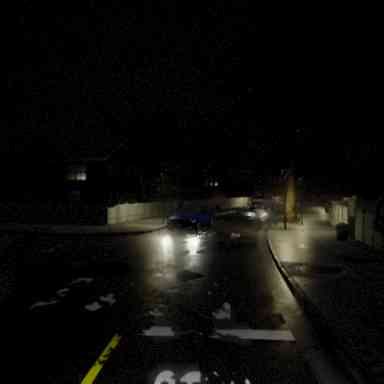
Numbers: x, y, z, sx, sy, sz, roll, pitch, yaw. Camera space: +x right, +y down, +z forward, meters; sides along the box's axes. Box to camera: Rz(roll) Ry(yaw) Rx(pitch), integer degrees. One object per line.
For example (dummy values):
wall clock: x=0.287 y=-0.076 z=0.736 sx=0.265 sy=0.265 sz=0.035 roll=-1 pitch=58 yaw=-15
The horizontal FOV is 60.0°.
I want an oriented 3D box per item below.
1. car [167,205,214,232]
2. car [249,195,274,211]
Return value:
car: x=0.042 y=1.603 z=21.185 sx=1.882 sy=1.535 sz=5.008 roll=0 pitch=0 yaw=18
car: x=9.236 y=1.394 z=43.710 sx=2.150 sy=2.045 sz=5.566 roll=0 pitch=0 yaw=28
